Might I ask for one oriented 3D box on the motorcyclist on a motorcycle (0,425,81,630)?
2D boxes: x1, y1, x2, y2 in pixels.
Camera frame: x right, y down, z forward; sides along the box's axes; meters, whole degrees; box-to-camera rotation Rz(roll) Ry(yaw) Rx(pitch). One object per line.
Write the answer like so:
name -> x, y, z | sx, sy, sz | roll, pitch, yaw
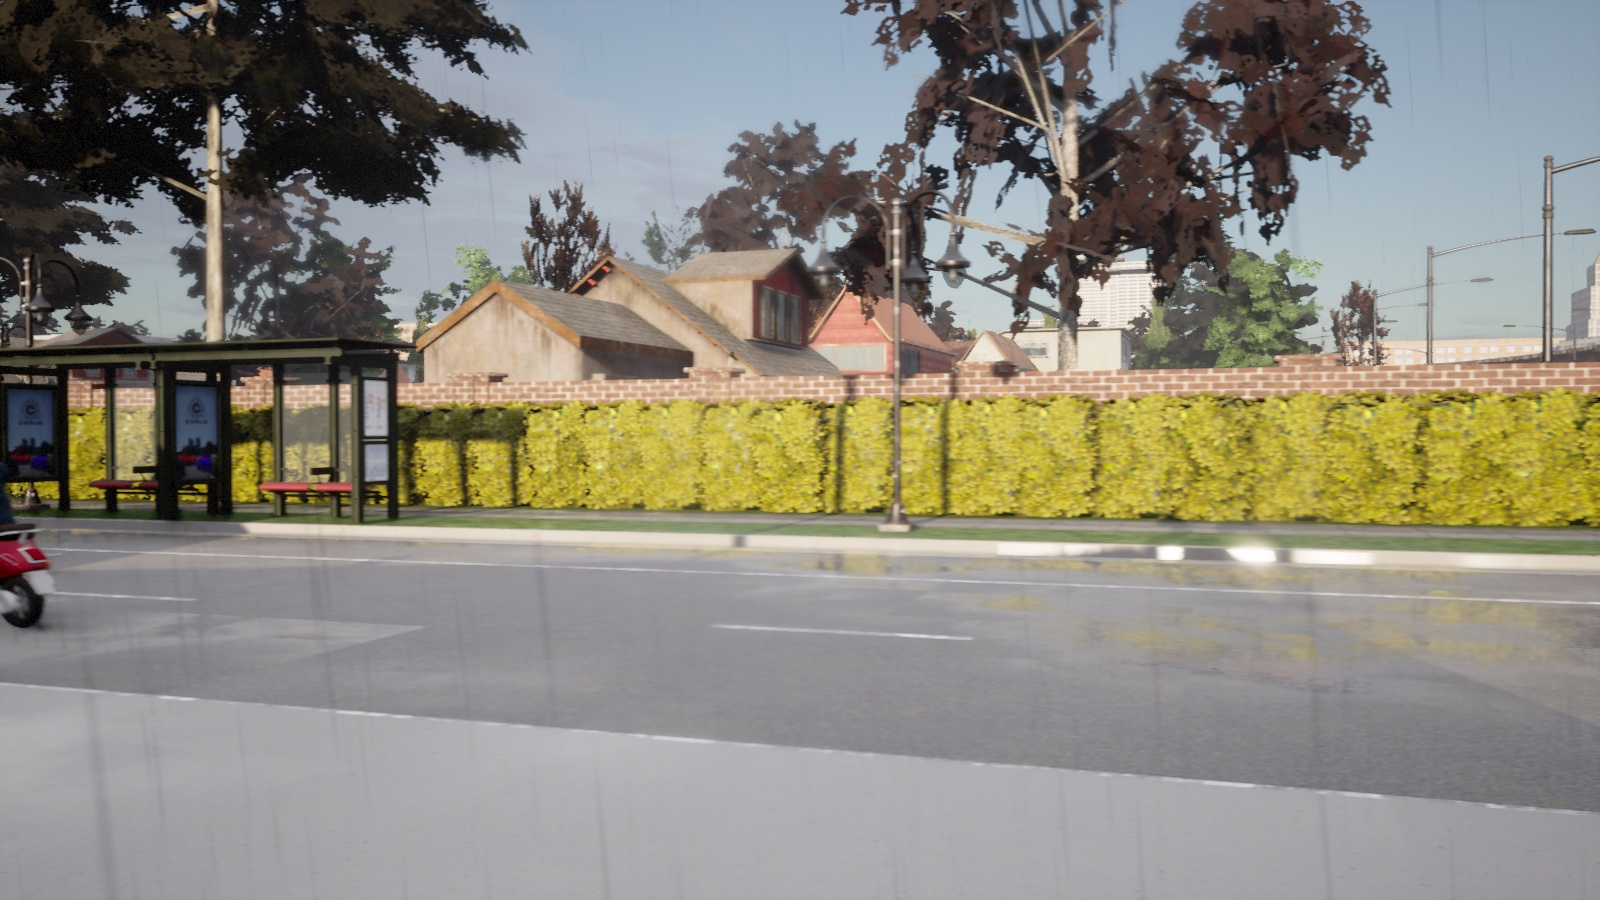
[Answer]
motorcyclist on a motorcycle -> -6.963, 0.589, 10.282 | 1.817, 1.590, 0.866 | 1, 1, 19
